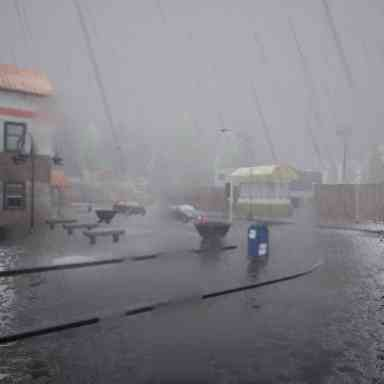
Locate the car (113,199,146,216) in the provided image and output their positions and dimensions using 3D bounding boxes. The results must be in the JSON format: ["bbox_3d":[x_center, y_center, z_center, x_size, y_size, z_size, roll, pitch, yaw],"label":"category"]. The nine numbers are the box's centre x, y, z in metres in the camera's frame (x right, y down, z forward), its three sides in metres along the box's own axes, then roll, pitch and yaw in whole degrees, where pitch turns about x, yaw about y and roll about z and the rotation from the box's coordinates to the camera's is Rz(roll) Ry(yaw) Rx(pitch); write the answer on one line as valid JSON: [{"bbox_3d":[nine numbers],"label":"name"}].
[{"bbox_3d":[-6.591,1.657,35.135,1.882,1.535,5.008,1,0,-35],"label":"car"}]

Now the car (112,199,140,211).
[{"bbox_3d":[-9.150,1.754,45.738,1.812,1.442,4.674,1,-1,-39],"label":"car"}]

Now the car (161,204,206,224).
[{"bbox_3d":[-0.785,1.706,26.958,1.812,1.442,4.674,1,0,-36],"label":"car"}]
